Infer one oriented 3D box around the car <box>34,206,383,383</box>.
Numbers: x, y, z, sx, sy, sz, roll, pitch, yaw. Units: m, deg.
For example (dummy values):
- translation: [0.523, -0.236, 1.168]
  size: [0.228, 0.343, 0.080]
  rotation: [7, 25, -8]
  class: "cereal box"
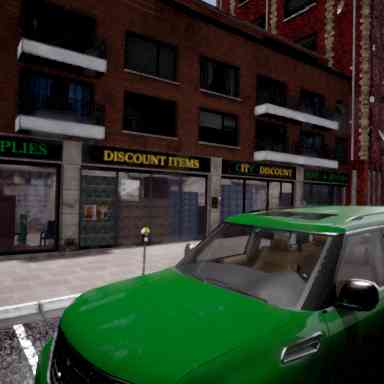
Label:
- translation: [1.275, 1.224, 3.853]
  size: [5.566, 2.045, 2.150]
  rotation: [0, 0, -35]
  class: "car"
